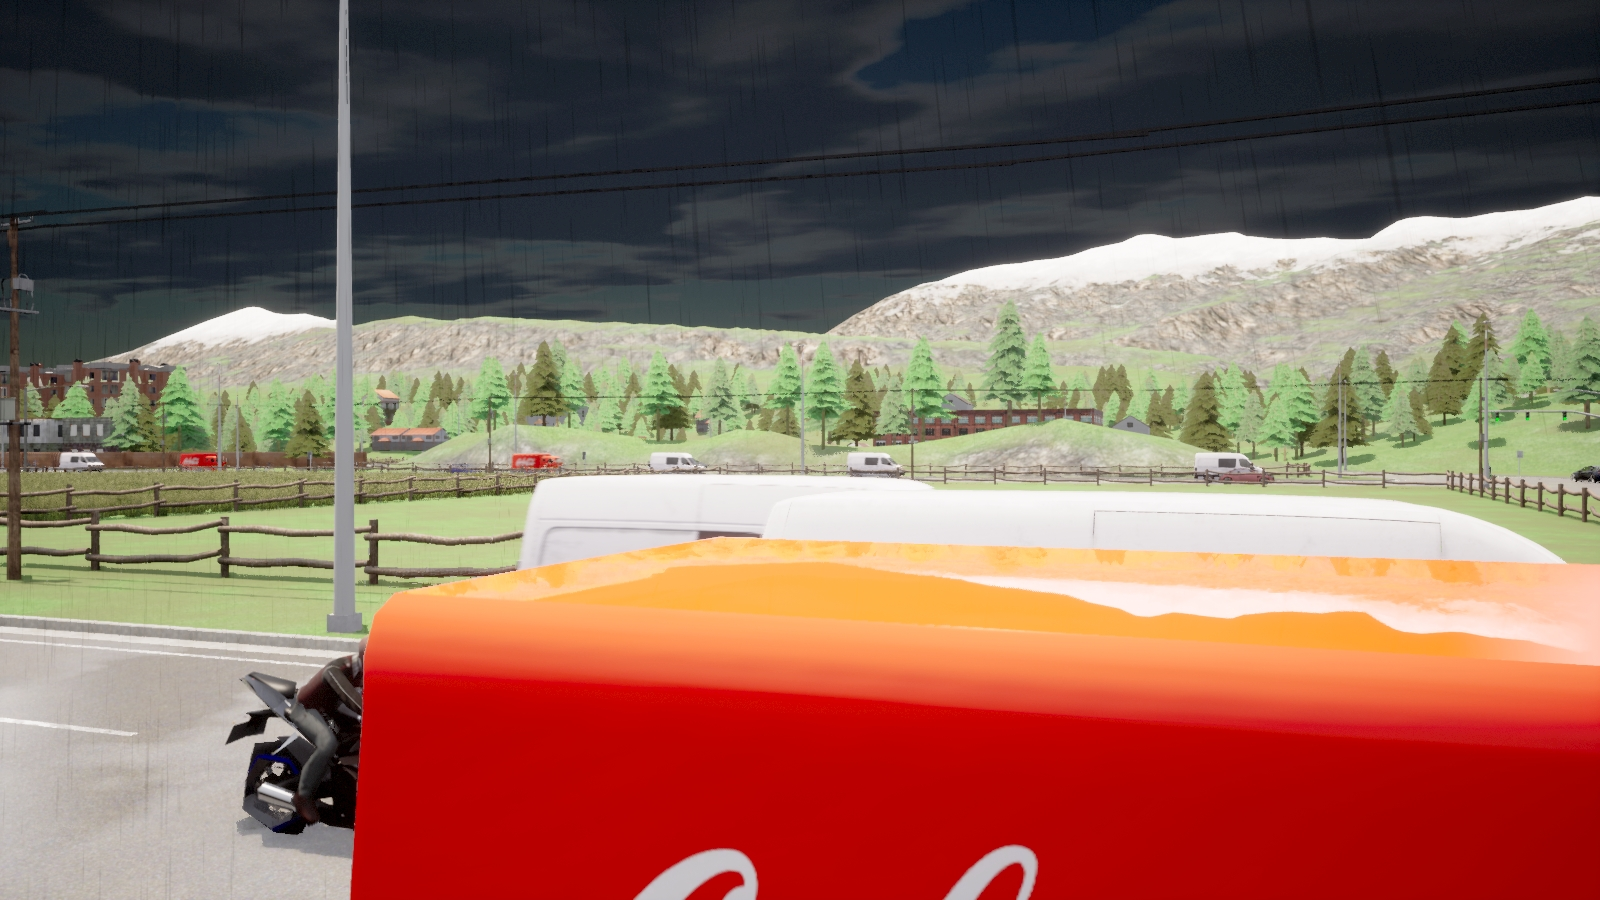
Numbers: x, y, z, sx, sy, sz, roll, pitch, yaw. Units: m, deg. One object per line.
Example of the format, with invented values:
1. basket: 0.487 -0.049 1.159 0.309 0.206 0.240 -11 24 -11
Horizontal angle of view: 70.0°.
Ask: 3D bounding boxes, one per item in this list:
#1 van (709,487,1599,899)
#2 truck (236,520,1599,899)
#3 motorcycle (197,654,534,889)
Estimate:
1. van: 2.633 1.535 6.060 5.915 2.561 1.988 0 0 20
2. truck: 1.684 1.559 2.756 5.204 2.467 2.627 1 0 21
3. motorcycle: -3.098 2.209 8.149 2.209 1.251 0.867 0 0 20
